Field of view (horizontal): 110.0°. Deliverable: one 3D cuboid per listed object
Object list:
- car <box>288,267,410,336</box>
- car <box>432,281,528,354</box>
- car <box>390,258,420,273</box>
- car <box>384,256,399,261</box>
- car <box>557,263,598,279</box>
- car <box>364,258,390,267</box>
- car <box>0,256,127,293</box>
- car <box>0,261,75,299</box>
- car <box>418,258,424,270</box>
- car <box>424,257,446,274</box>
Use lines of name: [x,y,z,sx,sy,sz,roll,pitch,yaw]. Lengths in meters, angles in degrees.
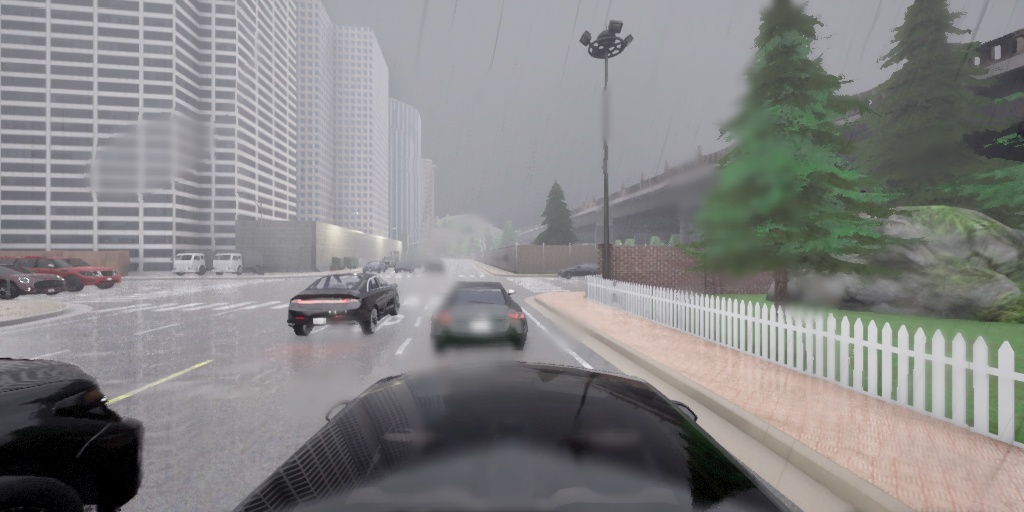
car: [-4.557,1.242,10.423,2.128,1.511,4.902,0,0,-6]
car: [-0.821,1.314,8.883,1.994,1.385,4.181,0,0,-7]
car: [-12.662,1.297,42.787,2.033,1.411,5.357,0,0,-8]
car: [-17.448,0.971,51.711,2.150,2.045,5.566,0,0,-8]
car: [6.465,1.331,33.039,4.674,1.442,1.812,0,0,-7]
car: [-16.101,1.276,42.103,1.812,1.442,4.674,0,0,-8]
car: [-26.842,1.027,21.119,5.566,2.045,2.150,0,0,-8]
car: [-25.417,1.157,17.762,4.553,1.767,2.097,0,0,-8]
car: [-13.943,1.314,51.936,1.994,1.385,4.181,0,0,-8]
car: [-8.810,1.227,41.998,1.882,1.535,5.008,0,0,-8]
